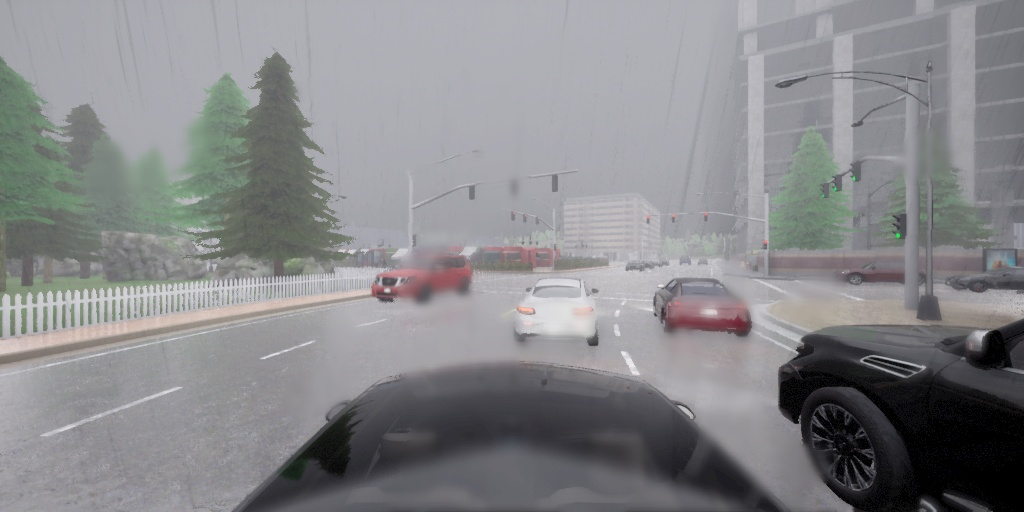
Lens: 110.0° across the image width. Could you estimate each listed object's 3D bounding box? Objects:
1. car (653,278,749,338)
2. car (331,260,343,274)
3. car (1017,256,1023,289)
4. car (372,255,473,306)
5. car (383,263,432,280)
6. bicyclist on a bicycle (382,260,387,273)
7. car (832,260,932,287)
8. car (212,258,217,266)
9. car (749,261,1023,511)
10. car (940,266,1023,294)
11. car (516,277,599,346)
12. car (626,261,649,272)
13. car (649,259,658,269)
[{"bbox_3d":[5.292,1.314,10.409,1.994,1.385,4.181,0,0,17],"label":"car"},{"bbox_3d":[-20.559,1.159,39.418,4.553,1.767,2.097,0,0,30],"label":"car"},{"bbox_3d":[34.242,1.027,20.660,5.566,2.045,2.150,0,0,30],"label":"car"},{"bbox_3d":[-3.774,0.972,16.335,2.150,2.045,5.566,0,0,22],"label":"car"},{"bbox_3d":[-9.717,1.368,33.257,4.181,1.385,1.994,0,0,29],"label":"car"},{"bbox_3d":[-15.755,1.258,44.253,0.582,1.620,1.656,0,0,-23],"label":"bicyclist on a bicycle"},{"bbox_3d":[25.903,1.157,25.387,4.553,1.767,2.097,0,0,29],"label":"car"},{"bbox_3d":[-40.035,1.032,50.548,5.566,2.045,2.150,-1,0,30],"label":"car"},{"bbox_3d":[3.737,0.971,1.179,2.150,2.045,5.566,0,0,0],"label":"car"},{"bbox_3d":[27.992,1.331,20.154,4.674,1.442,1.812,0,0,29],"label":"car"},{"bbox_3d":[1.271,1.276,9.399,1.812,1.442,4.674,0,0,11],"label":"car"},{"bbox_3d":[16.457,1.314,47.661,1.994,1.385,4.181,0,0,29],"label":"car"},{"bbox_3d":[20.781,1.351,55.401,1.895,1.301,4.718,0,0,29],"label":"car"}]
